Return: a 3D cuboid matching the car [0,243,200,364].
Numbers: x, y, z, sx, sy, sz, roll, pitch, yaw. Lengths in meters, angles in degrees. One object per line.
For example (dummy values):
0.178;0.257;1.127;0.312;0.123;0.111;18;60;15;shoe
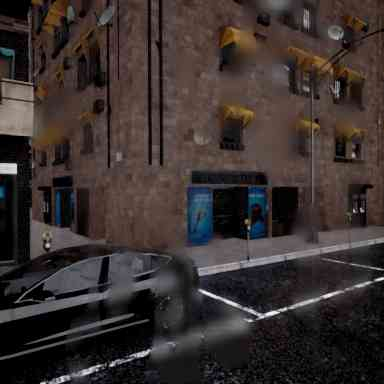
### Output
-1.852;1.566;5.244;4.313;1.339;1.947;0;0;-36;car
